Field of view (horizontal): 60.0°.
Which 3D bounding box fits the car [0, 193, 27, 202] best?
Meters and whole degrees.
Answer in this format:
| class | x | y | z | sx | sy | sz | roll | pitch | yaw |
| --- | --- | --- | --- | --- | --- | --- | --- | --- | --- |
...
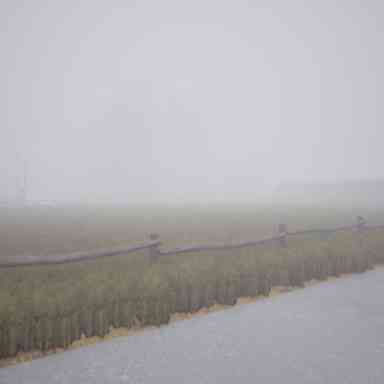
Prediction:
| class | x | y | z | sx | sy | sz | roll | pitch | yaw |
| --- | --- | --- | --- | --- | --- | --- | --- | --- | --- |
| car | -38.368 | 1.380 | 72.003 | 4.611 | 1.667 | 2.242 | 0 | 0 | -35 |
